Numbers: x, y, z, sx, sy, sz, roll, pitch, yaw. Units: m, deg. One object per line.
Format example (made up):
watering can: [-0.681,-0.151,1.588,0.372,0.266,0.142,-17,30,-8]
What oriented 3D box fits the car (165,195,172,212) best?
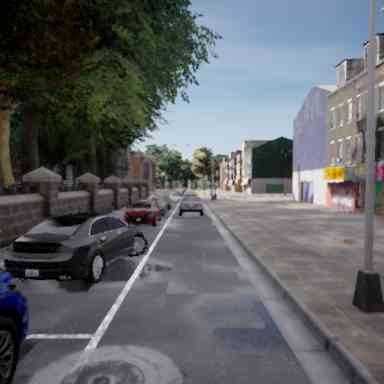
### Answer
car: [-2.753,1.011,24.817,2.008,1.369,4.403,-1,1,0]

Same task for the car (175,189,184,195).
car: [-2.998,-0.038,79.684,1.947,1.339,4.313,-1,1,0]

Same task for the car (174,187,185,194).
car: [-2.951,0.038,68.815,1.967,1.590,4.097,-1,1,0]

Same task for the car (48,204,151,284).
car: [-2.798,1.303,9.025,1.837,1.490,4.892,0,1,10]

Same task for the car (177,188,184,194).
car: [-3.047,-0.256,90.551,1.887,1.381,4.507,-1,1,0]

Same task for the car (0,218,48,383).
car: [-2.987,1.190,1.562,2.150,2.045,5.566,0,1,0]

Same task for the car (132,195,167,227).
car: [-2.728,1.124,19.129,1.887,1.381,4.507,0,1,0]

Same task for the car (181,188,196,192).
car: [-0.116,0.551,43.946,1.882,1.535,5.008,0,1,0]

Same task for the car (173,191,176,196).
car: [-2.779,0.909,30.504,1.947,1.339,4.313,-1,1,0]

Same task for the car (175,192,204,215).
car: [-0.052,0.985,25.915,2.033,1.411,5.357,0,1,0]
